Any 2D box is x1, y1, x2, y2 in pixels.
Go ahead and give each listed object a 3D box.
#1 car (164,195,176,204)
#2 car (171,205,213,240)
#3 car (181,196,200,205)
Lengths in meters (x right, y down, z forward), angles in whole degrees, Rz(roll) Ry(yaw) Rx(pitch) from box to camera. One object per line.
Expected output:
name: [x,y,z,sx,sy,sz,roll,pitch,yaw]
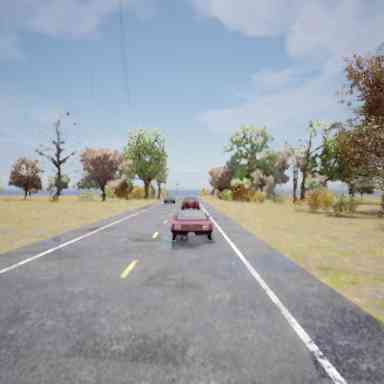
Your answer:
car: [-3.880,1.289,58.258,1.882,1.535,5.008,0,0,0]
car: [-0.014,1.537,16.662,1.895,1.301,4.718,0,0,0]
car: [-0.157,1.214,39.101,2.097,1.767,4.553,0,0,0]
